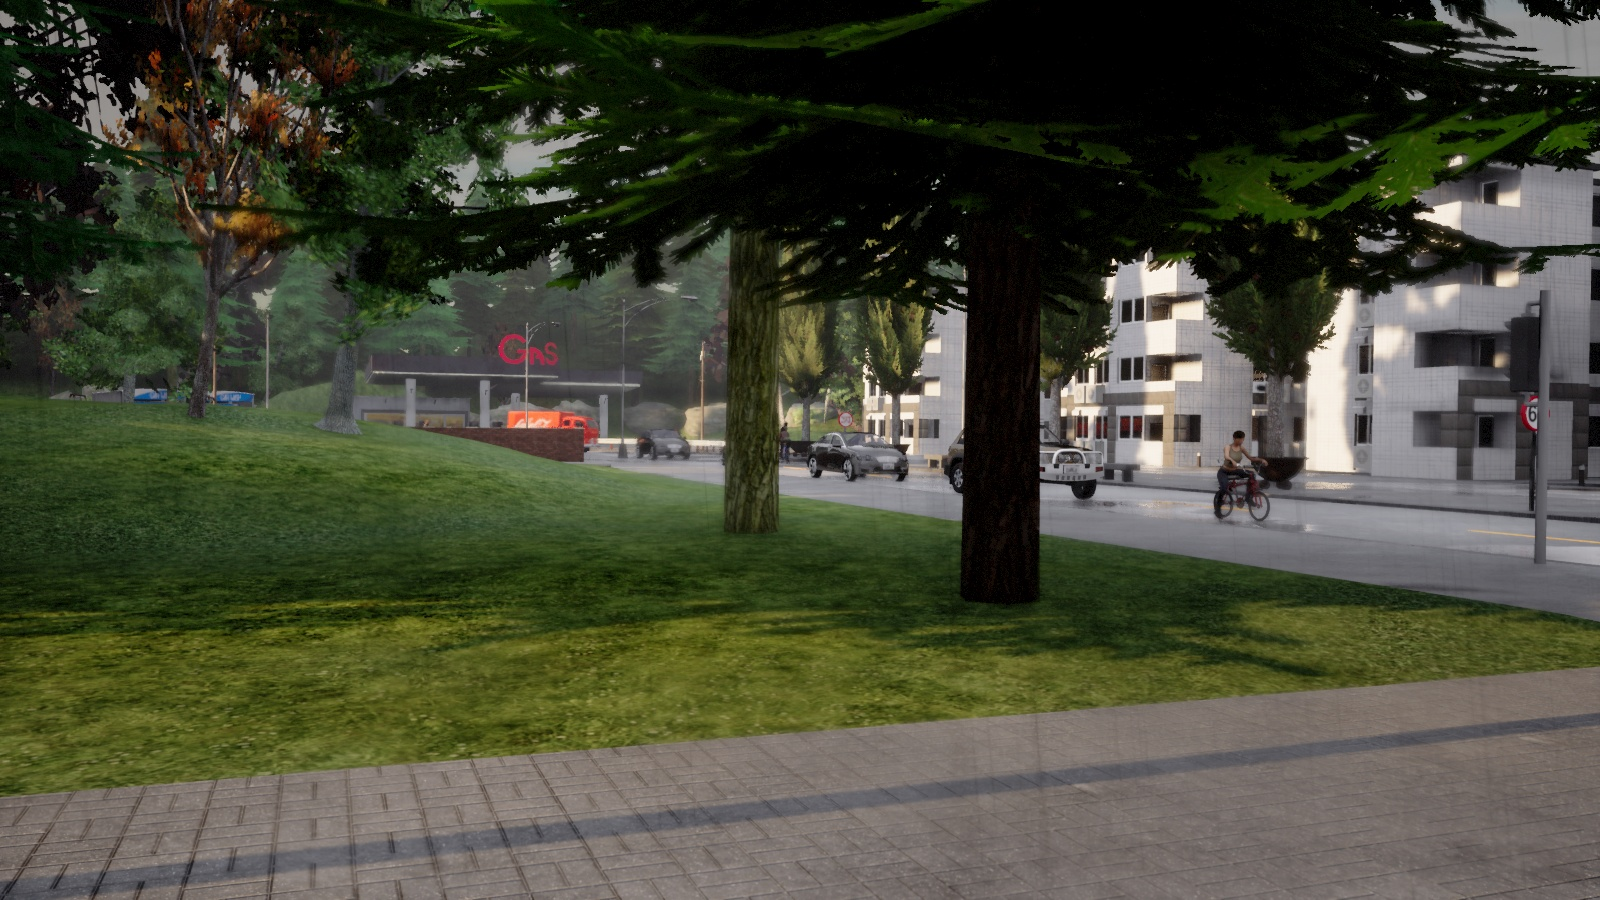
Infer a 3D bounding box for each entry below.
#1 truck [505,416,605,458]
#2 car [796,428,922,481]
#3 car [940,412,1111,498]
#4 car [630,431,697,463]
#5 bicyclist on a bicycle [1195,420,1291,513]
[{"bbox_3d":[-14.619,-0.751,74.968,5.204,2.467,2.627,0,0,15],"label":"truck"},{"bbox_3d":[1.742,0.098,39.186,2.128,1.511,4.902,-1,1,-21],"label":"car"},{"bbox_3d":[5.250,0.071,29.922,1.932,1.855,4.605,-1,1,-21],"label":"car"},{"bbox_3d":[-6.750,-0.176,61.635,2.128,1.511,4.902,-1,1,-21],"label":"car"},{"bbox_3d":[8.000,0.278,22.736,0.866,1.612,1.509,-1,1,-20],"label":"bicyclist on a bicycle"}]
